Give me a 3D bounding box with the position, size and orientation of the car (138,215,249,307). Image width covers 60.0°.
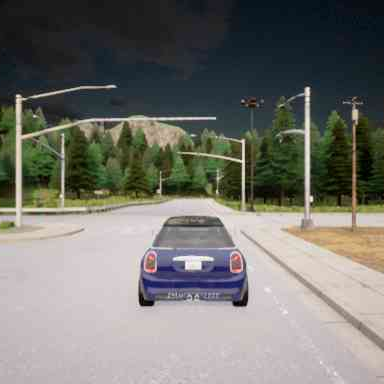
[{"bbox_3d":[0.042,1.345,8.150,2.097,1.767,4.553,0,0,0],"label":"car"}]
